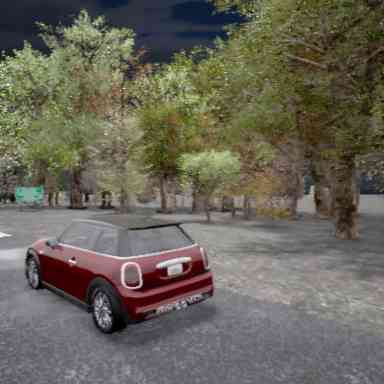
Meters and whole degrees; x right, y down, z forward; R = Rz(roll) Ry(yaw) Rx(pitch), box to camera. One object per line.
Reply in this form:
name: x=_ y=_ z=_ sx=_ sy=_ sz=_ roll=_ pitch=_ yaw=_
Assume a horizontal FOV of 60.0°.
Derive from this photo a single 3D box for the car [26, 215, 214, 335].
car: x=-1.752 y=1.259 z=6.922 sx=2.097 sy=1.767 sz=4.553 roll=-2 pitch=2 yaw=-44
